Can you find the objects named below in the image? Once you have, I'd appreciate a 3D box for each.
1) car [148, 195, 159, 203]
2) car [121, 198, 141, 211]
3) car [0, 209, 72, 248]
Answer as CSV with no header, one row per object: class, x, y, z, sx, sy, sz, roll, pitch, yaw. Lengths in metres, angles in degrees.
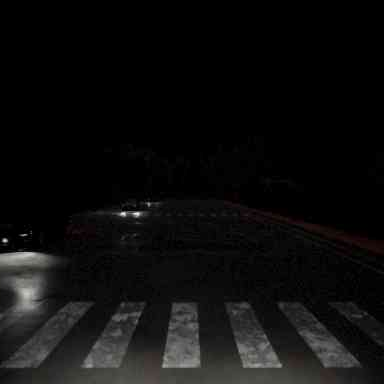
car,-7.534,1.390,65.446,1.837,1.490,4.892,0,0,-1
car,-7.032,1.471,38.837,1.812,1.442,4.674,0,0,-1
car,-6.918,1.549,14.791,1.837,1.490,4.892,0,0,1
